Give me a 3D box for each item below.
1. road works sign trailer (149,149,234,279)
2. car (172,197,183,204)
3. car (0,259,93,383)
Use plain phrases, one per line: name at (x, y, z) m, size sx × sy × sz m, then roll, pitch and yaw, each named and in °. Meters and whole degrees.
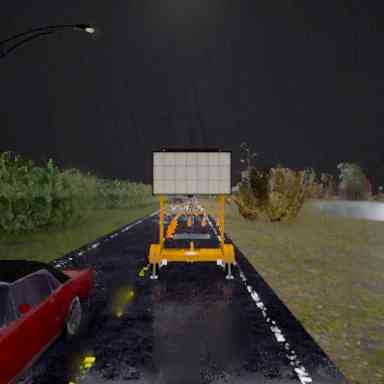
road works sign trailer at (-0.002, 0.496, 10.165) m, size 2.380 × 3.560 × 2.880 m, roll 0°, pitch 0°, yaw 0°
car at (-2.757, 1.822, 66.338) m, size 1.812 × 1.442 × 4.674 m, roll 0°, pitch 0°, yaw 0°
car at (-2.753, 1.613, 3.903) m, size 1.895 × 1.301 × 4.718 m, roll 0°, pitch 0°, yaw 0°
